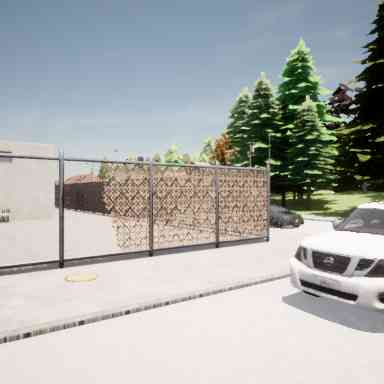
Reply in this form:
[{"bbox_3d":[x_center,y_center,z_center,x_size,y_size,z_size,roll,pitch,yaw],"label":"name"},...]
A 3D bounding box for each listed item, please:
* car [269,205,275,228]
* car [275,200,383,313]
[{"bbox_3d":[5.205,1.564,21.794,1.994,1.385,4.181,0,0,-36],"label":"car"},{"bbox_3d":[4.671,1.220,7.323,5.566,2.045,2.150,0,1,-32],"label":"car"}]
